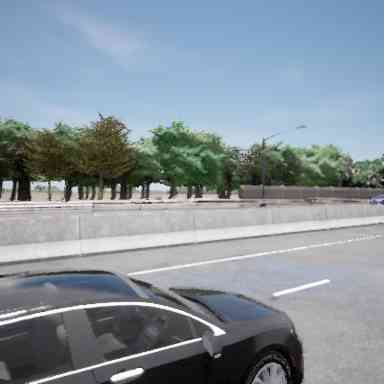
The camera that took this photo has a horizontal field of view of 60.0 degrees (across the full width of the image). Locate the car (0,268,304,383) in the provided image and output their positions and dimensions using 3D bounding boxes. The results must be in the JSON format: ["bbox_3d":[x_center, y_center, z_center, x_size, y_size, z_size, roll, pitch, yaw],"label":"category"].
[{"bbox_3d":[-0.998,1.506,3.033,4.892,1.490,1.837,0,0,-35],"label":"car"}]

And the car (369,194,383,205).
[{"bbox_3d":[29.202,1.386,50.493,5.566,2.045,2.150,0,0,-35],"label":"car"}]
